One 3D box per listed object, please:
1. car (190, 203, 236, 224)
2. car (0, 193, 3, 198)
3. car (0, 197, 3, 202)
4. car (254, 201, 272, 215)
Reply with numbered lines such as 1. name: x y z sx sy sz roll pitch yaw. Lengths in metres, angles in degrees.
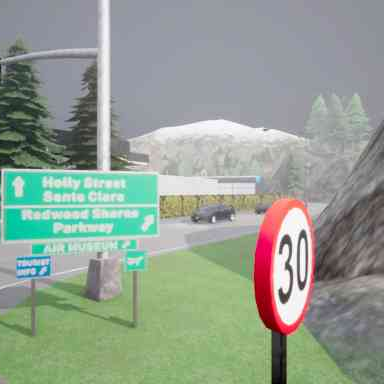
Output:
1. car: 1.804 1.696 27.000 1.837 1.490 4.892 0 0 36
2. car: -38.583 1.489 70.017 4.514 1.523 2.007 0 0 35
3. car: -12.386 1.504 26.071 1.905 1.878 3.866 0 0 35
4. car: 8.731 1.738 36.511 2.033 1.411 5.357 0 0 36
